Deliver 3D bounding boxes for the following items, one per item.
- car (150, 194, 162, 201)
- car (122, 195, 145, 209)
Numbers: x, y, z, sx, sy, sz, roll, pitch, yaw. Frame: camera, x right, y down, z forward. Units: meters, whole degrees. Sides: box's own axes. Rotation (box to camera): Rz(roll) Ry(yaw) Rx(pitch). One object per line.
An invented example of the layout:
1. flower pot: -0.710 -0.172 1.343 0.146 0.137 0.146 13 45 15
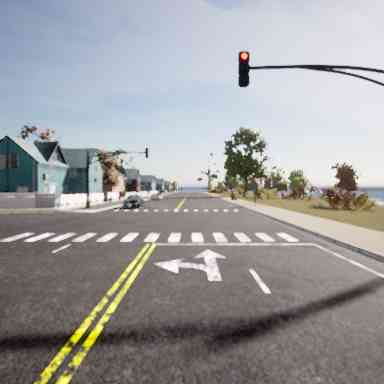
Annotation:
1. car: -6.454 0.971 59.653 1.895 1.301 4.718 0 1 0
2. car: -6.472 1.137 37.060 2.128 1.511 4.902 0 2 0
